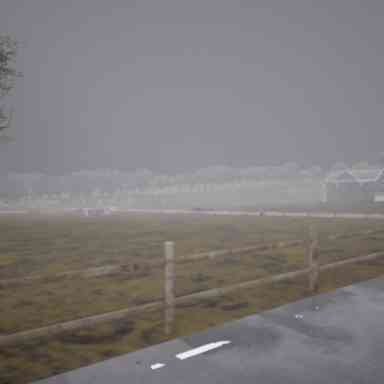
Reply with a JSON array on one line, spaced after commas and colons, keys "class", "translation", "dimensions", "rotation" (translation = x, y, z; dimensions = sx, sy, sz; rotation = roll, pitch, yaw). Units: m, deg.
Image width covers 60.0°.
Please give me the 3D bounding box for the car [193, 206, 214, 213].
[{"class": "car", "translation": [2.196, 3.329, 64.792], "dimensions": [1.895, 1.301, 4.718], "rotation": [-3, 0, -36]}]
